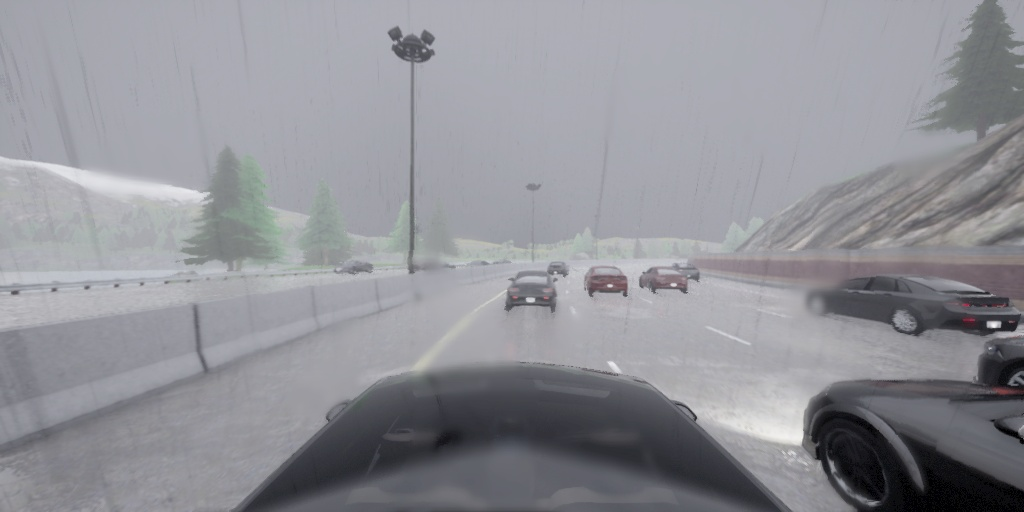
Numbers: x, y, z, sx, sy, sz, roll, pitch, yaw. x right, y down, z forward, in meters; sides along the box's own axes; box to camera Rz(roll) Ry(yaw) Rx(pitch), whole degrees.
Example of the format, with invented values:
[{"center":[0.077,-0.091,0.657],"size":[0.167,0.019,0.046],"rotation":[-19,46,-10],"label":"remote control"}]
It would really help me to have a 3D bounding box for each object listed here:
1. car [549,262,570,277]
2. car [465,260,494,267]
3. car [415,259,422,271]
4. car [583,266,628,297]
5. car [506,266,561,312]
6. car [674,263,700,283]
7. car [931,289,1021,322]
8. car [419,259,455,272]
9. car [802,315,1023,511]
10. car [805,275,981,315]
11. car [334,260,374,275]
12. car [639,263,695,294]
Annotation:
[{"center":[4.655,1.305,35.929],"size":[1.837,1.490,4.892],"rotation":[0,0,14],"label":"car"},{"center":[-4.203,1.282,43.934],"size":[1.837,1.490,4.892],"rotation":[0,0,17],"label":"car"},{"center":[-11.002,1.107,45.568],"size":[2.097,1.767,4.553],"rotation":[0,0,17],"label":"car"},{"center":[4.959,1.262,19.383],"size":[1.882,1.535,5.008],"rotation":[0,0,8],"label":"car"},{"center":[0.834,1.291,14.153],"size":[1.812,1.442,4.674],"rotation":[0,0,5],"label":"car"},{"center":[13.867,1.316,29.382],"size":[2.128,1.511,4.902],"rotation":[0,0,12],"label":"car"},{"center":[7.186,1.267,2.769],"size":[2.128,1.511,4.902],"rotation":[0,0,0],"label":"car"},{"center":[-8.464,1.361,41.871],"size":[1.895,1.301,4.718],"rotation":[0,0,16],"label":"car"},{"center":[3.686,1.327,1.581],"size":[1.994,1.385,4.181],"rotation":[0,0,0],"label":"car"},{"center":[11.044,1.302,10.512],"size":[1.837,1.490,4.892],"rotation":[0,0,4],"label":"car"},{"center":[-16.652,1.221,37.922],"size":[2.128,1.511,4.902],"rotation":[0,0,13],"label":"car"},{"center":[8.672,1.324,20.770],"size":[1.812,1.442,4.674],"rotation":[0,0,8],"label":"car"}]
